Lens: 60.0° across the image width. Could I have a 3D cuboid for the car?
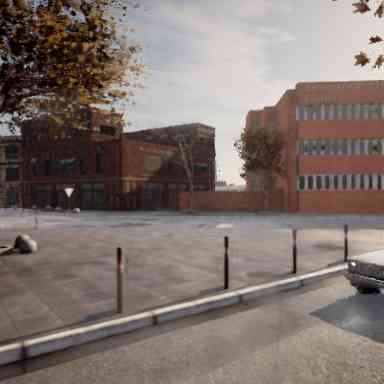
[{"bbox_3d":[5.569,1.600,7.502,4.718,1.301,1.895,0,0,-33],"label":"car"}]
